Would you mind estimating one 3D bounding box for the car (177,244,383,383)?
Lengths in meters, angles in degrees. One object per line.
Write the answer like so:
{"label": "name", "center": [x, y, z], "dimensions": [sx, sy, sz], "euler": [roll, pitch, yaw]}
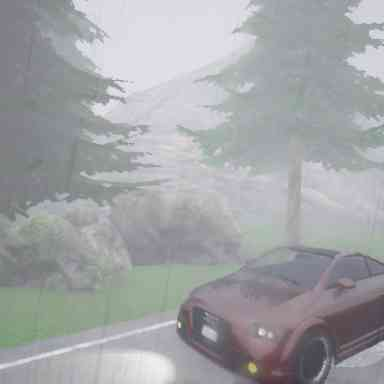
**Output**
{"label": "car", "center": [1.847, 1.587, 5.299], "dimensions": [4.181, 1.385, 1.994], "euler": [0, 0, -35]}
